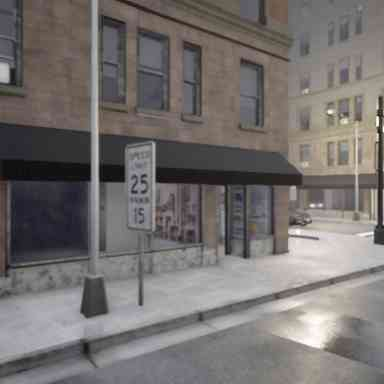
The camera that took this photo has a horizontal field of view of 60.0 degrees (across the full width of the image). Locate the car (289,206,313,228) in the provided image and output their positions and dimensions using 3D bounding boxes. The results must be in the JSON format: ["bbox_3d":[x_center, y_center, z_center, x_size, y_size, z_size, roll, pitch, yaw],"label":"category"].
[{"bbox_3d":[5.814,1.534,22.621,1.837,1.490,4.892,0,0,-36],"label":"car"}]
